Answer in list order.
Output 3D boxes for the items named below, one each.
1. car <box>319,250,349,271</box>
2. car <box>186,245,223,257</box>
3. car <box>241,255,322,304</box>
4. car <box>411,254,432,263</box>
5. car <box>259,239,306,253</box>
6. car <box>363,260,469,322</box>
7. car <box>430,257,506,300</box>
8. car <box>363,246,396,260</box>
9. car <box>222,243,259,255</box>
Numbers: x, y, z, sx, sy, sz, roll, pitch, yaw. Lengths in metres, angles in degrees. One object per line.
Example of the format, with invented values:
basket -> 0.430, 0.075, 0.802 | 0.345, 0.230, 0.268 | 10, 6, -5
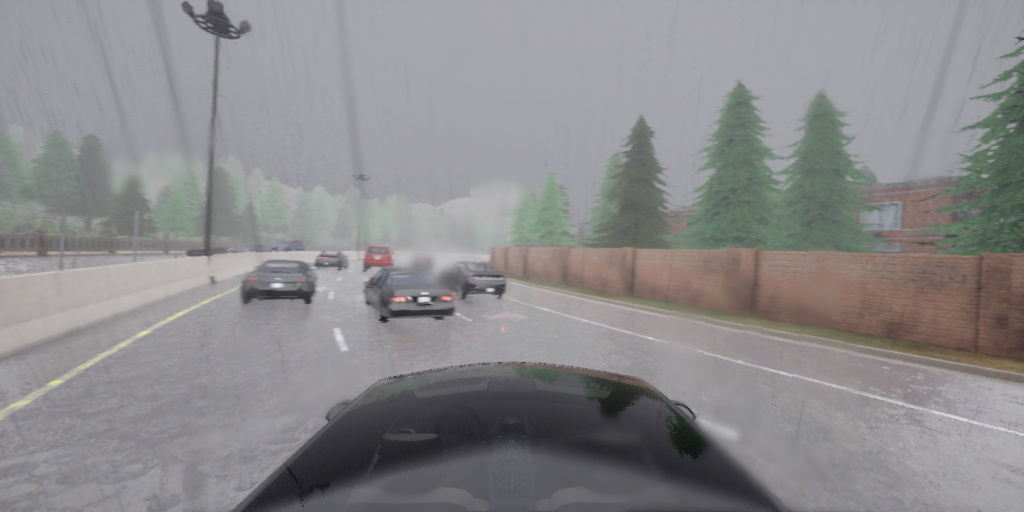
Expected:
car -> -14.130, 0.312, 28.341 | 2.128, 1.511, 4.902 | 3, 1, -17
car -> -30.597, -0.435, 36.520 | 1.895, 1.301, 4.718 | 3, 0, -10
car -> -8.094, 0.814, 12.805 | 1.994, 1.385, 4.181 | 3, 1, -27
car -> -8.049, 0.586, 32.491 | 2.128, 1.511, 4.902 | 3, 0, -15
car -> -23.670, -0.795, 37.695 | 2.150, 2.045, 5.566 | 3, 0, -10
car -> -3.380, 1.050, 11.119 | 2.033, 1.411, 5.357 | 3, 1, -29
car -> -1.911, 1.029, 16.025 | 2.128, 1.511, 4.902 | 3, 1, -27
car -> -10.917, 0.193, 29.678 | 2.150, 2.045, 5.566 | 3, 1, -16
car -> -27.149, -0.516, 37.167 | 2.097, 1.767, 4.553 | 3, 0, -10
